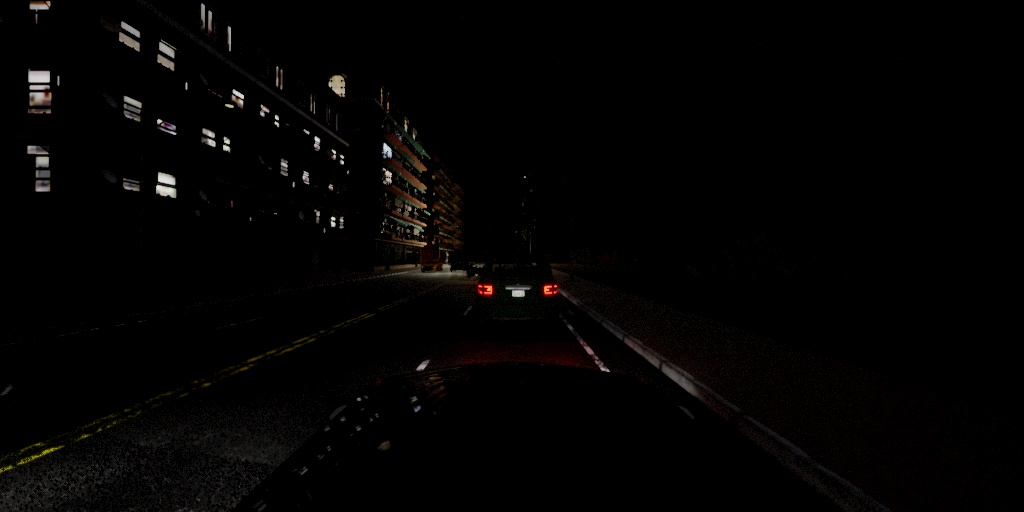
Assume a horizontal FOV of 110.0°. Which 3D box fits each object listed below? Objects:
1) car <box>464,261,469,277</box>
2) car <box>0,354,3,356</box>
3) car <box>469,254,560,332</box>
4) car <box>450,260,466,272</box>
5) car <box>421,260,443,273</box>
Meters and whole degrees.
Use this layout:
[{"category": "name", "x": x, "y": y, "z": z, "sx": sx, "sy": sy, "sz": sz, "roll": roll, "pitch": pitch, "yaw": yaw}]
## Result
[{"category": "car", "x": -3.126, "y": 1.354, "z": 34.467, "sx": 1.895, "sy": 1.301, "sz": 4.718, "roll": 0, "pitch": 0, "yaw": 0}, {"category": "car", "x": -6.600, "y": 1.241, "z": 1.921, "sx": 2.128, "sy": 1.511, "sz": 4.902, "roll": 0, "pitch": 0, "yaw": 0}, {"category": "car", "x": 0.111, "y": 0.973, "z": 11.076, "sx": 2.150, "sy": 2.045, "sz": 5.566, "roll": 0, "pitch": 0, "yaw": -1}, {"category": "car", "x": -6.567, "y": 1.231, "z": 45.005, "sx": 1.882, "sy": 1.535, "sz": 5.008, "roll": 0, "pitch": 0, "yaw": 0}, {"category": "car", "x": -9.818, "y": 1.231, "z": 44.200, "sx": 1.882, "sy": 1.535, "sz": 5.008, "roll": 0, "pitch": 0, "yaw": 0}]
